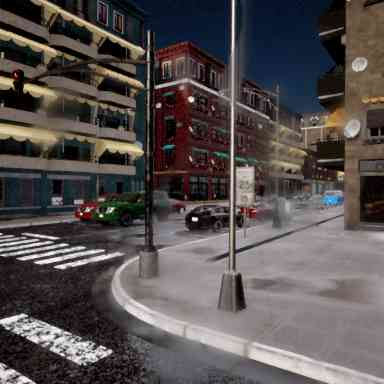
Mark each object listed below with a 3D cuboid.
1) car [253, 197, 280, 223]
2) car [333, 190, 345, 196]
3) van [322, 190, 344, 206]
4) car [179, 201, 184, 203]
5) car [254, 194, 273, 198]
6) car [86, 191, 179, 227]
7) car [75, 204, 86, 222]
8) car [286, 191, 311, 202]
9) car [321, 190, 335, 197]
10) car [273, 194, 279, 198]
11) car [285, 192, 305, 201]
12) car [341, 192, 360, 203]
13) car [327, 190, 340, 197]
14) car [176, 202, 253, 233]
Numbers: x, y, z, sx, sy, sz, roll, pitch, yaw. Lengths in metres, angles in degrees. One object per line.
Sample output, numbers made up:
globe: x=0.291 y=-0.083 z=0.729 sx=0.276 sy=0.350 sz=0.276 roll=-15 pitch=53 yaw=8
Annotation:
car: x=4.549 y=1.283 z=22.572 sx=1.802 sy=1.307 sz=4.206 roll=2 pitch=2 yaw=35
car: x=36.232 y=0.255 z=82.071 sx=1.802 sy=1.307 sz=4.206 roll=2 pitch=2 yaw=35
van: x=17.388 y=0.721 z=40.781 sx=1.690 sy=1.788 sz=3.998 roll=2 pitch=2 yaw=35
car: x=-2.278 y=1.180 z=27.431 sx=1.887 sy=1.381 sz=4.507 roll=2 pitch=2 yaw=35
car: x=6.251 y=1.042 z=35.049 sx=2.033 sy=1.411 sz=5.357 roll=1 pitch=1 yaw=35
car: x=-3.563 y=0.963 z=21.130 sx=2.150 sy=2.045 sz=5.566 roll=1 pitch=1 yaw=35
car: x=-5.485 y=1.031 z=22.872 sx=2.192 sy=1.841 sz=5.009 roll=2 pitch=2 yaw=35
car: x=15.989 y=0.585 z=48.694 sx=2.128 sy=1.511 sz=4.902 roll=1 pitch=1 yaw=35
car: x=29.814 y=0.378 z=72.964 sx=1.887 sy=1.381 sz=4.507 roll=2 pitch=2 yaw=35
car: x=10.559 y=0.880 z=45.644 sx=1.947 sy=1.339 sz=4.313 roll=2 pitch=2 yaw=35
car: x=16.977 y=0.719 z=54.751 sx=1.947 sy=1.339 sz=4.313 roll=2 pitch=2 yaw=35
car: x=23.804 y=0.763 z=49.890 sx=1.887 sy=1.381 sz=4.507 roll=2 pitch=2 yaw=35
car: x=33.023 y=0.335 z=77.517 sx=1.802 sy=1.307 sz=4.206 roll=2 pitch=2 yaw=35
car: x=1.340 y=1.348 z=18.019 sx=1.947 sy=1.339 sz=4.313 roll=2 pitch=2 yaw=35
